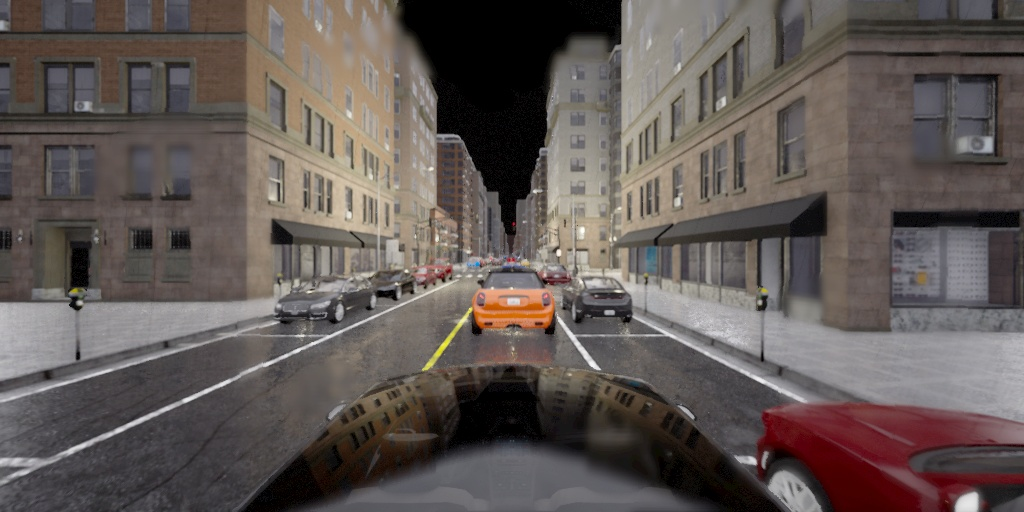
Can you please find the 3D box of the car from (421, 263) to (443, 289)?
[{"bbox_3d":[-5.900,1.333,22.920,1.802,1.307,4.207,0,0,0],"label":"car"}]

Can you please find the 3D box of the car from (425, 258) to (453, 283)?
[{"bbox_3d":[-5.911,1.066,28.443,2.192,1.841,5.009,0,0,0],"label":"car"}]

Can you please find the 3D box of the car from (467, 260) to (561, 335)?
[{"bbox_3d":[0.018,1.103,10.662,2.097,1.767,4.553,0,0,-1],"label":"car"}]

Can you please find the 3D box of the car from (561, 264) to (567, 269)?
[{"bbox_3d":[2.626,1.191,22.963,1.967,1.591,4.097,0,0,0],"label":"car"}]

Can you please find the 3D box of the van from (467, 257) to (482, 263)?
[{"bbox_3d":[-5.966,1.088,55.391,1.690,1.789,3.998,0,0,0],"label":"van"}]

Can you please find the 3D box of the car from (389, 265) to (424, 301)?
[{"bbox_3d":[-5.889,1.317,17.396,1.948,1.339,4.313,0,0,0],"label":"car"}]

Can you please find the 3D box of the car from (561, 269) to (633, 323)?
[{"bbox_3d":[2.648,1.301,11.912,2.007,1.370,4.403,0,0,0],"label":"car"}]

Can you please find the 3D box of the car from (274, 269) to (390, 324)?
[{"bbox_3d":[-5.878,1.302,11.872,2.007,1.370,4.403,0,0,0],"label":"car"}]

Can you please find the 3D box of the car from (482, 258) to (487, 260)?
[{"bbox_3d":[-5.977,1.061,60.987,2.192,1.841,5.009,0,0,0],"label":"car"}]

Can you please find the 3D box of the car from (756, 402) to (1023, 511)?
[{"bbox_3d":[2.670,1.295,0.862,1.888,1.381,4.507,0,0,0],"label":"car"}]
